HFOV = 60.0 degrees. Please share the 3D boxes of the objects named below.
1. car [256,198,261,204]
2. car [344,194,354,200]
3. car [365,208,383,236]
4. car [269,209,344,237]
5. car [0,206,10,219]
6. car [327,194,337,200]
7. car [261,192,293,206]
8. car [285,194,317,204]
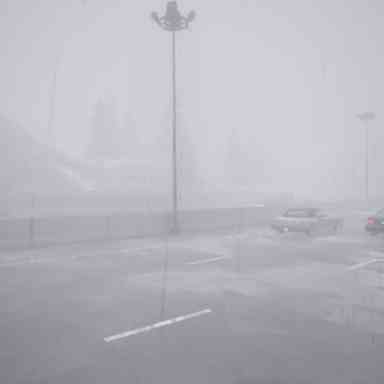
[{"bbox_3d":[12.482,1.389,56.091,1.994,1.385,4.181,0,0,36],"label":"car"},{"bbox_3d":[35.062,1.129,74.337,1.812,1.442,4.674,0,0,25],"label":"car"},{"bbox_3d":[10.567,1.439,16.837,5.357,1.411,2.033,-1,0,-43],"label":"car"},{"bbox_3d":[6.247,1.528,17.752,4.718,1.301,1.895,-1,0,-42],"label":"car"},{"bbox_3d":[-17.151,1.606,26.262,4.902,1.511,2.128,-1,0,-36],"label":"car"},{"bbox_3d":[33.588,1.076,79.788,2.033,1.411,5.357,0,0,23],"label":"car"},{"bbox_3d":[11.727,1.069,43.749,2.150,2.045,5.566,0,0,40],"label":"car"},{"bbox_3d":[13.692,1.312,40.691,1.882,1.535,5.008,0,0,40],"label":"car"}]
